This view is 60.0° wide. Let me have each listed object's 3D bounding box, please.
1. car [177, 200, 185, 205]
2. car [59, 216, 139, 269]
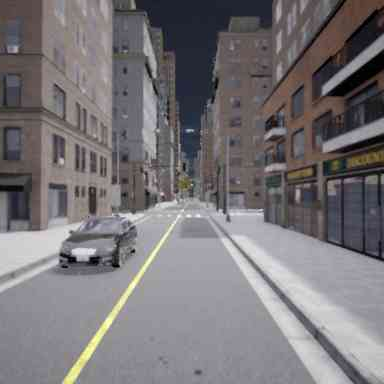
[{"bbox_3d":[-2.995,2.846,91.606,1.812,1.442,4.674,0,-1,0],"label":"car"},{"bbox_3d":[-3.099,1.660,11.901,2.128,1.511,4.902,0,-1,0],"label":"car"}]
